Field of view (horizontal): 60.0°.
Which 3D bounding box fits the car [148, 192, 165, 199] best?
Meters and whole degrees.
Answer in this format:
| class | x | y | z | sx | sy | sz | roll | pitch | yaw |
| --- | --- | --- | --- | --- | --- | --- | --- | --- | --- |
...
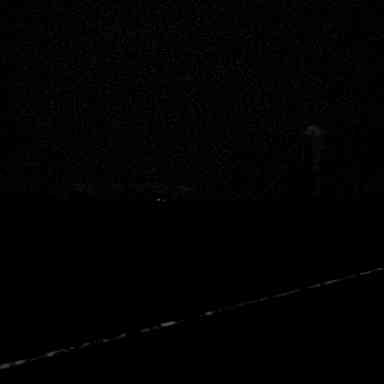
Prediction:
| class | x | y | z | sx | sy | sz | roll | pitch | yaw |
| --- | --- | --- | --- | --- | --- | --- | --- | --- | --- |
| car | -6.835 | 0.629 | 64.025 | 1.994 | 1.385 | 4.181 | 0 | 1 | -29 |
